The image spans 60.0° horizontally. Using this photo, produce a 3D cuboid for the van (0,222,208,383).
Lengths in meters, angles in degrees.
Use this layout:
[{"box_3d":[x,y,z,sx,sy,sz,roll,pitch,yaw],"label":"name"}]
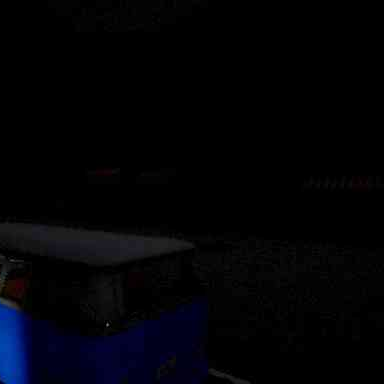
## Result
[{"box_3d":[-1.732,1.337,4.070,3.998,1.788,1.690,0,-1,36],"label":"van"}]
